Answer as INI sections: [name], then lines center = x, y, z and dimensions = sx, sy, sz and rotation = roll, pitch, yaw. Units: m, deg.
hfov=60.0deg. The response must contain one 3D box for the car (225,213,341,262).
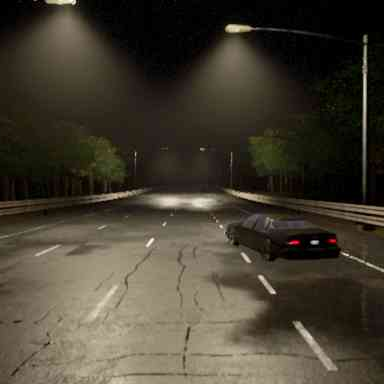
[car]
center = 2.834, 1.433, 11.695
dimensions = 2.033, 1.411, 5.357
rotation = 0, 1, -13
